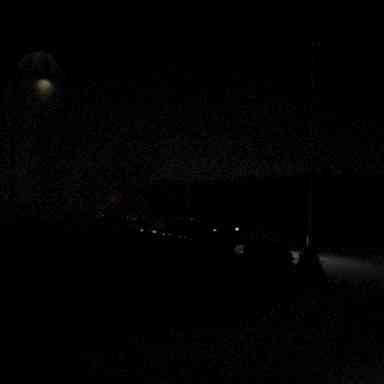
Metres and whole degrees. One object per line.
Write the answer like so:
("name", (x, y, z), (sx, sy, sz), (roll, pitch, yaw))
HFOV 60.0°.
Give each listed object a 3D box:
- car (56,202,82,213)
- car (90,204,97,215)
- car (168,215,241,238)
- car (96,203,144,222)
("car", (-14.510, 1.921, 39.077), (1.882, 1.535, 5.008), (2, -1, -36))
("car", (-10.243, 1.971, 38.626), (1.882, 1.535, 5.008), (2, -1, -36))
("car", (0.455, 1.954, 18.075), (1.895, 1.301, 4.718), (2, -1, -35))
("car", (-5.553, 1.900, 26.468), (2.128, 1.511, 4.902), (2, -1, -36))
